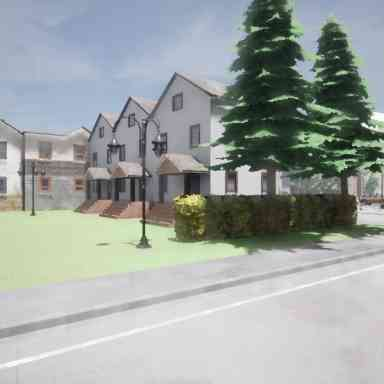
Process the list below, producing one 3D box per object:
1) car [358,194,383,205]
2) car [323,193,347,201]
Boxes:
[{"bbox_3d":[27.228,1.097,49.253,1.932,1.855,4.605,0,0,-36],"label":"car"},{"bbox_3d":[32.093,1.097,74.708,1.932,1.855,4.605,0,0,-36],"label":"car"}]
